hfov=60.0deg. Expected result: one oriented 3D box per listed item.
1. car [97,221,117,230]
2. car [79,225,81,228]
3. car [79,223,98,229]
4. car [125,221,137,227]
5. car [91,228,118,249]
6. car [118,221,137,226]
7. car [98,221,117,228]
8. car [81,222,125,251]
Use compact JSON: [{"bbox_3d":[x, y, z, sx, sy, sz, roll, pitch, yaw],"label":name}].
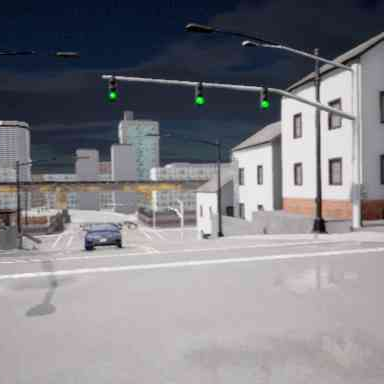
[{"bbox_3d":[-21.963,8.628,86.080,2.038,1.542,4.974,0,1,39],"label":"car"},{"bbox_3d":[-26.416,8.730,84.902,4.974,1.542,2.038,-1,1,29],"label":"car"},{"bbox_3d":[-26.465,8.573,84.924,4.536,1.218,1.853,-1,1,29],"label":"car"},{"bbox_3d":[-16.972,8.502,88.203,4.974,1.542,2.038,-1,1,14],"label":"car"},{"bbox_3d":[-7.386,3.965,28.094,1.994,1.385,4.181,-1,-11,-15],"label":"car"},{"bbox_3d":[-17.026,8.346,88.213,4.536,1.218,1.853,-1,1,14],"label":"car"},{"bbox_3d":[-21.933,8.470,86.118,1.853,1.218,4.536,0,1,39],"label":"car"},{"bbox_3d":[-4.904,2.418,18.480,1.812,1.442,4.674,-2,-8,-14],"label":"car"}]
